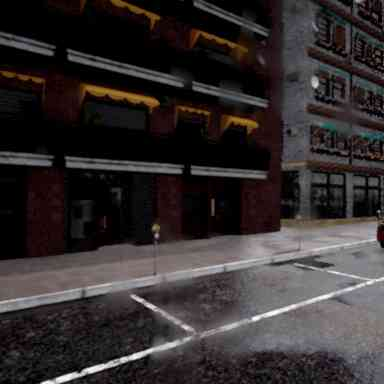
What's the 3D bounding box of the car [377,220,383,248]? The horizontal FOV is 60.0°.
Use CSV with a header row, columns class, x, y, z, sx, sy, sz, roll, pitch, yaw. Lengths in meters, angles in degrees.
class,x,y,z,sx,sy,sz,roll,pitch,yaw
car,9.414,1.313,13.249,5.009,1.841,2.192,0,1,-35
